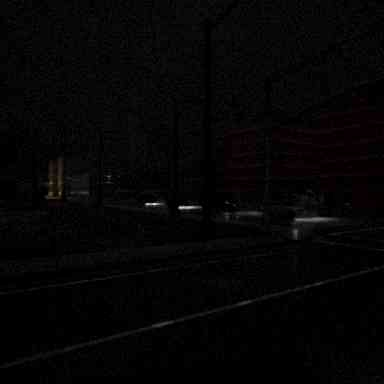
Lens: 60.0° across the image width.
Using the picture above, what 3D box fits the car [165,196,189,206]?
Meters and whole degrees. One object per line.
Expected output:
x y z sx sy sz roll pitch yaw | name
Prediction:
-2.172 1.273 47.141 1.994 1.385 4.181 0 1 -34 | car

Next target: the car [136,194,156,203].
-7.611 1.104 55.135 1.994 1.385 4.181 0 1 -34 | car

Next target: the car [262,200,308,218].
8.623 1.536 31.305 1.812 1.442 4.674 0 1 -34 | car

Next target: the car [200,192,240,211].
3.166 1.095 39.320 2.150 2.045 5.566 0 1 -35 | car
